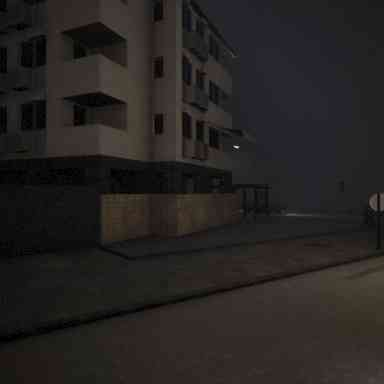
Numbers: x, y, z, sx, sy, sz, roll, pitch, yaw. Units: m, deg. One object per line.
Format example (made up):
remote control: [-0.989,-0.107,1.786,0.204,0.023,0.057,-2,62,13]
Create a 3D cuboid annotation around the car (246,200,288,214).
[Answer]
car: [7.505,1.547,35.411,2.033,1.411,5.357,0,0,-35]
